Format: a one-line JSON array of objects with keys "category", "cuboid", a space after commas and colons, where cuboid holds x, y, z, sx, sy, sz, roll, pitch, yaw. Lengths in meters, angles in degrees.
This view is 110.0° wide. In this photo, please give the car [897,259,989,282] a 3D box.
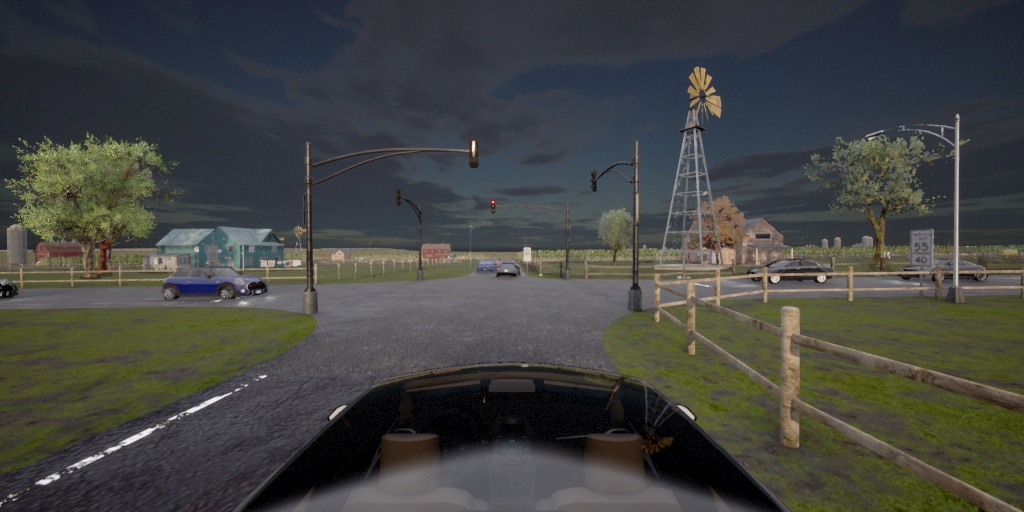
[{"category": "car", "cuboid": [27.542, 0.885, 23.028, 4.181, 1.385, 1.994, -1, 1, 0]}]

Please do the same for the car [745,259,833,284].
[{"category": "car", "cuboid": [17.684, 0.957, 22.984, 4.892, 1.490, 1.837, -1, 1, 0]}]

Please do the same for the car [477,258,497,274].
[{"category": "car", "cuboid": [-3.051, 1.222, 41.982, 1.882, 1.535, 5.008, 0, 0, -1]}]

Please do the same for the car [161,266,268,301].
[{"category": "car", "cuboid": [-15.577, 1.326, 18.942, 4.553, 1.767, 2.097, -1, 1, 3]}]

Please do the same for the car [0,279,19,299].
[{"category": "car", "cuboid": [-29.563, 1.513, 19.059, 4.553, 1.767, 2.097, -1, 1, 0]}]

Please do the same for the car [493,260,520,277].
[{"category": "car", "cuboid": [-0.362, 1.307, 34.754, 1.994, 1.385, 4.181, 0, 0, 5]}]
